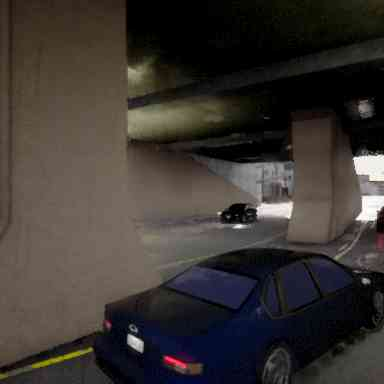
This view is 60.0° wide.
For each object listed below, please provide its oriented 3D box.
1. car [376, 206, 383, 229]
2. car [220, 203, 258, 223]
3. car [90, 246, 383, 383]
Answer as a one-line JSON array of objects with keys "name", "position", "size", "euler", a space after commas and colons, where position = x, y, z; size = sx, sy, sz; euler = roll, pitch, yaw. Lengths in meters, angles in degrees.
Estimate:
[{"name": "car", "position": [12.974, 1.588, 21.420], "size": [1.812, 1.442, 4.674], "euler": [-1, 0, 31]}, {"name": "car", "position": [3.930, 1.663, 27.068], "size": [1.837, 1.490, 4.892], "euler": [-1, 0, 30]}, {"name": "car", "position": [1.270, 1.576, 5.069], "size": [5.357, 1.411, 2.033], "euler": [0, 0, -43]}]
